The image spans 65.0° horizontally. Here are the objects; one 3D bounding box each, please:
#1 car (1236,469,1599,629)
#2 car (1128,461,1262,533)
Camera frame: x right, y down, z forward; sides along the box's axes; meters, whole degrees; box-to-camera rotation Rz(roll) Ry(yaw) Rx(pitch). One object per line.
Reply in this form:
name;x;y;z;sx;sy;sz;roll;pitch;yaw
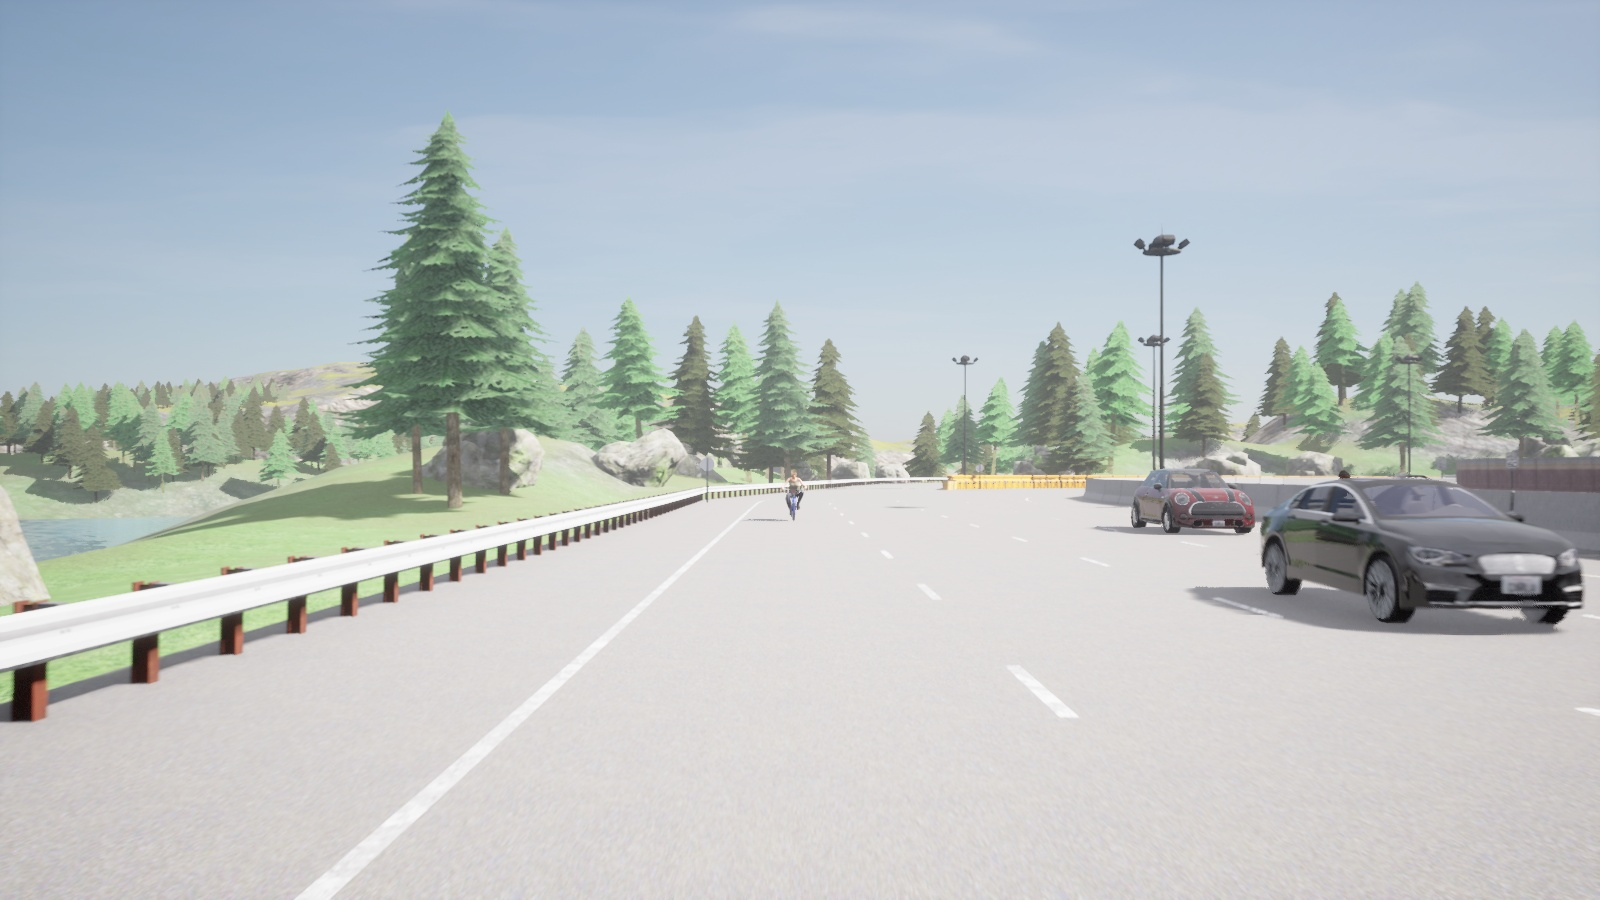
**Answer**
car;6.945;0.984;14.419;2.128;1.511;4.902;0;-1;0
car;10.348;1.189;33.273;2.097;1.767;4.553;0;-1;0
